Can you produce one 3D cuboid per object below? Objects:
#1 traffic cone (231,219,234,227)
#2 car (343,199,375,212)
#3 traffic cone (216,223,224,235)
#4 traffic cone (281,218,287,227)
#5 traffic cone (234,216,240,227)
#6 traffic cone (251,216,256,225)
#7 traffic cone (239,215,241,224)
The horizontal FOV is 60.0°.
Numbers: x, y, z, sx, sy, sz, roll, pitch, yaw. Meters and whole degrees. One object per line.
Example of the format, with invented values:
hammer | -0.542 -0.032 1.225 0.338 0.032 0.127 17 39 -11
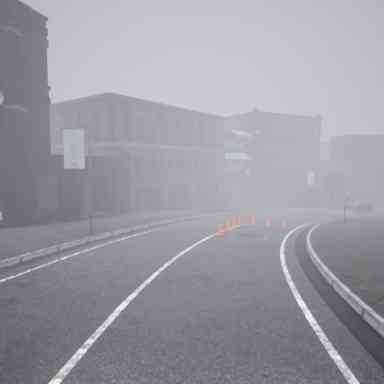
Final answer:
traffic cone | 2.063 1.918 19.200 0.340 0.580 0.340 2 1 18
car | 22.635 1.753 45.114 4.553 1.767 2.097 2 3 -30
traffic cone | 1.464 1.919 17.292 0.340 0.580 0.340 2 0 17
traffic cone | 6.114 2.021 22.119 0.340 0.580 0.340 2 0 17
traffic cone | 2.664 1.917 21.107 0.340 0.580 0.340 2 1 17
traffic cone | 4.208 1.949 22.709 0.340 0.580 0.340 2 1 17
traffic cone | 3.263 1.914 23.014 0.340 0.580 0.340 2 1 17
